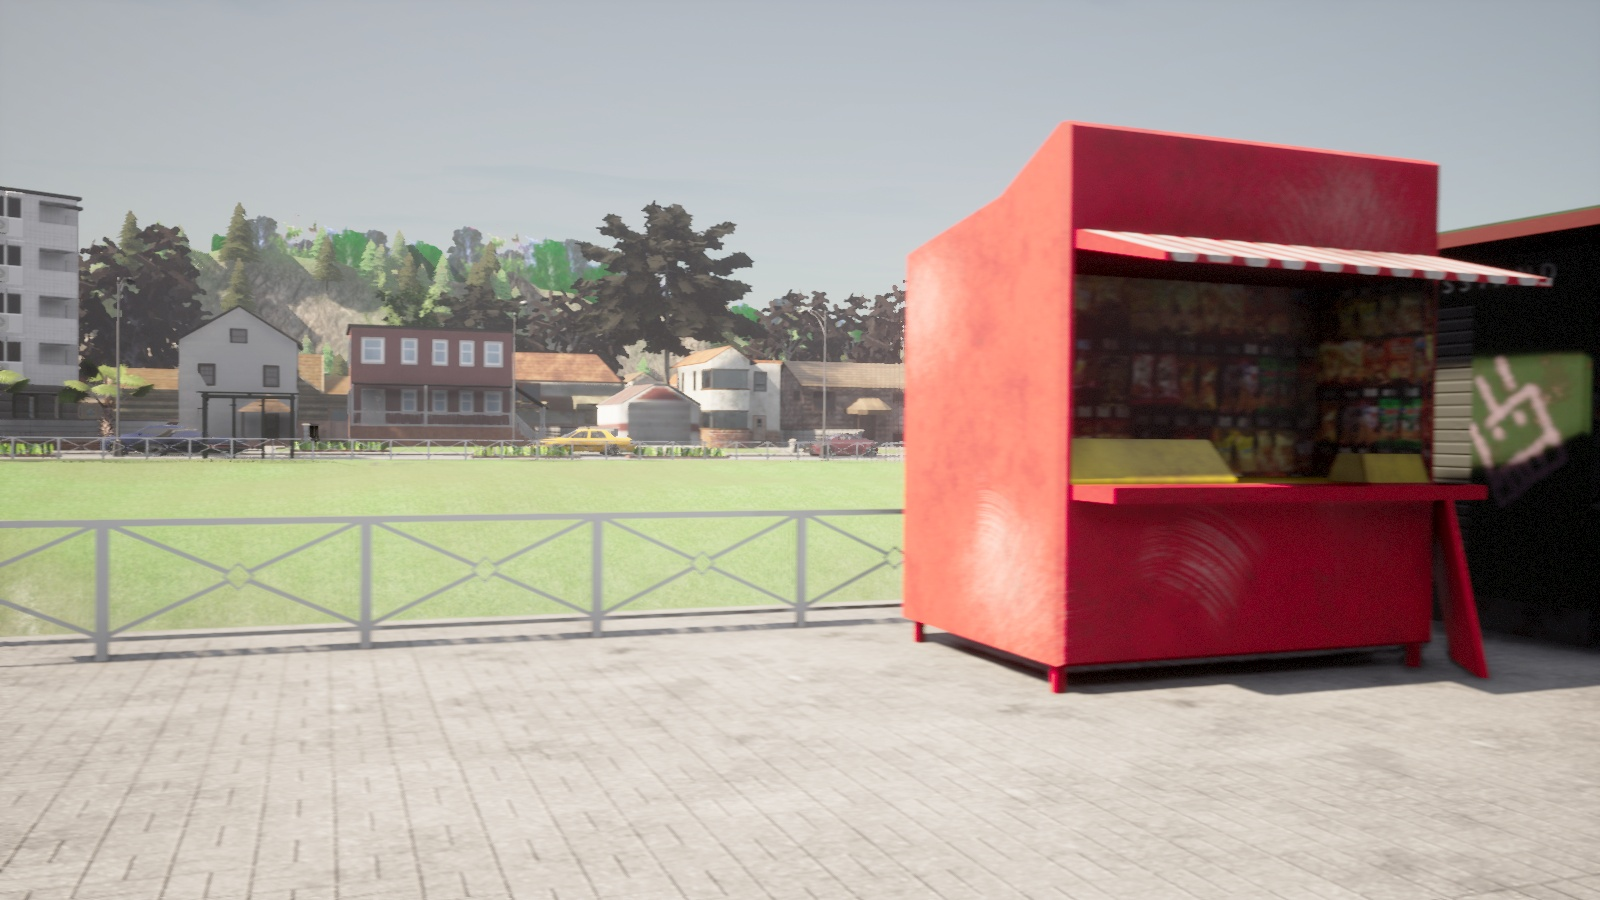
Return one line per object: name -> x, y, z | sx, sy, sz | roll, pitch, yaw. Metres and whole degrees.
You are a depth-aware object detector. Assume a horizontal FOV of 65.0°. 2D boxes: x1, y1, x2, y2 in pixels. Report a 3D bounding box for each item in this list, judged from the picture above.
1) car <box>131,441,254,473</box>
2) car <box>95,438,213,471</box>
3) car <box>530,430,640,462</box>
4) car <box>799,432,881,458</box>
car -> -26.693, 0.286, 55.364 | 4.718, 1.301, 1.895 | -1, 1, -21
car -> -29.968, 0.198, 58.399 | 4.674, 1.442, 1.812 | -1, 1, -21
car -> -11.202, -0.208, 65.518 | 5.366, 1.575, 1.801 | -1, 1, -21
car -> 2.252, -0.312, 70.624 | 4.181, 1.385, 1.994 | -1, 1, -21
